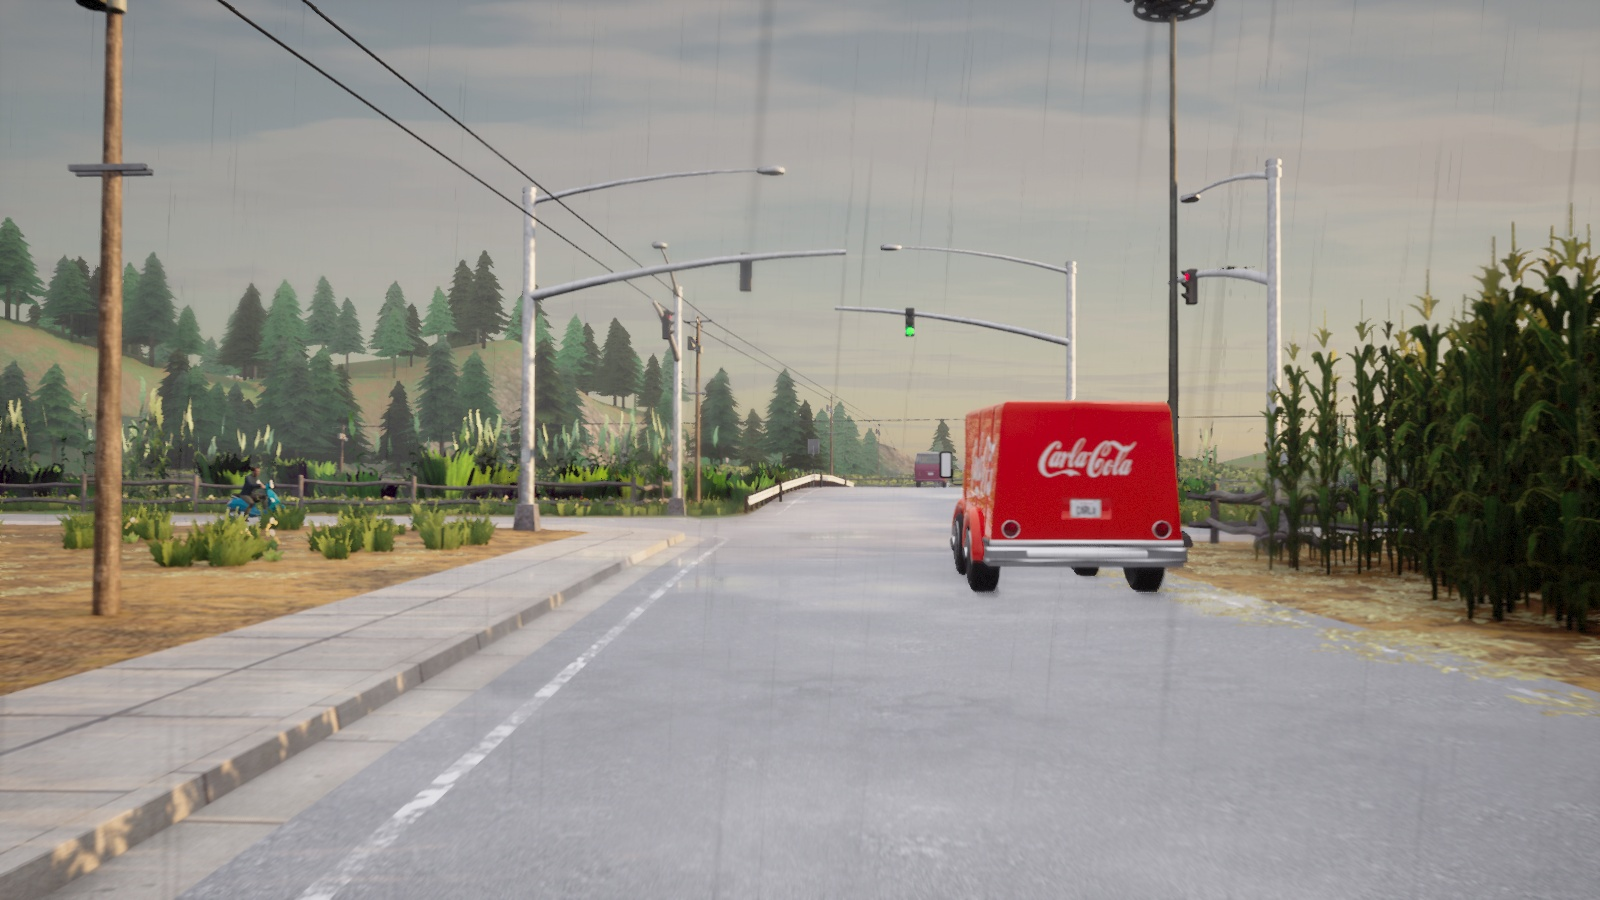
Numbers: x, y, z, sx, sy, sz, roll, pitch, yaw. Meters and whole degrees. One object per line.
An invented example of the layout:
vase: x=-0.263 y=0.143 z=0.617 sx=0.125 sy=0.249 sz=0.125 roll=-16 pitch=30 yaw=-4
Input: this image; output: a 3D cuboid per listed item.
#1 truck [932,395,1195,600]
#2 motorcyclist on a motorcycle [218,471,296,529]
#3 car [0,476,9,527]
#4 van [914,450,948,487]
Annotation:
truck: x=3.464 y=0.619 z=17.840 sx=2.627 sy=2.467 sz=5.204 roll=0 pitch=-1 yaw=0
motorcyclist on a motorcycle: x=-15.309 y=1.399 z=35.435 sx=1.817 sy=1.590 sz=0.866 roll=0 pitch=-1 yaw=3
car: x=-25.693 y=1.496 z=35.942 sx=4.792 sy=1.488 sz=2.163 roll=0 pitch=-1 yaw=3
van: x=7.466 y=1.071 z=71.173 sx=1.775 sy=1.987 sz=4.442 roll=0 pitch=-2 yaw=8
